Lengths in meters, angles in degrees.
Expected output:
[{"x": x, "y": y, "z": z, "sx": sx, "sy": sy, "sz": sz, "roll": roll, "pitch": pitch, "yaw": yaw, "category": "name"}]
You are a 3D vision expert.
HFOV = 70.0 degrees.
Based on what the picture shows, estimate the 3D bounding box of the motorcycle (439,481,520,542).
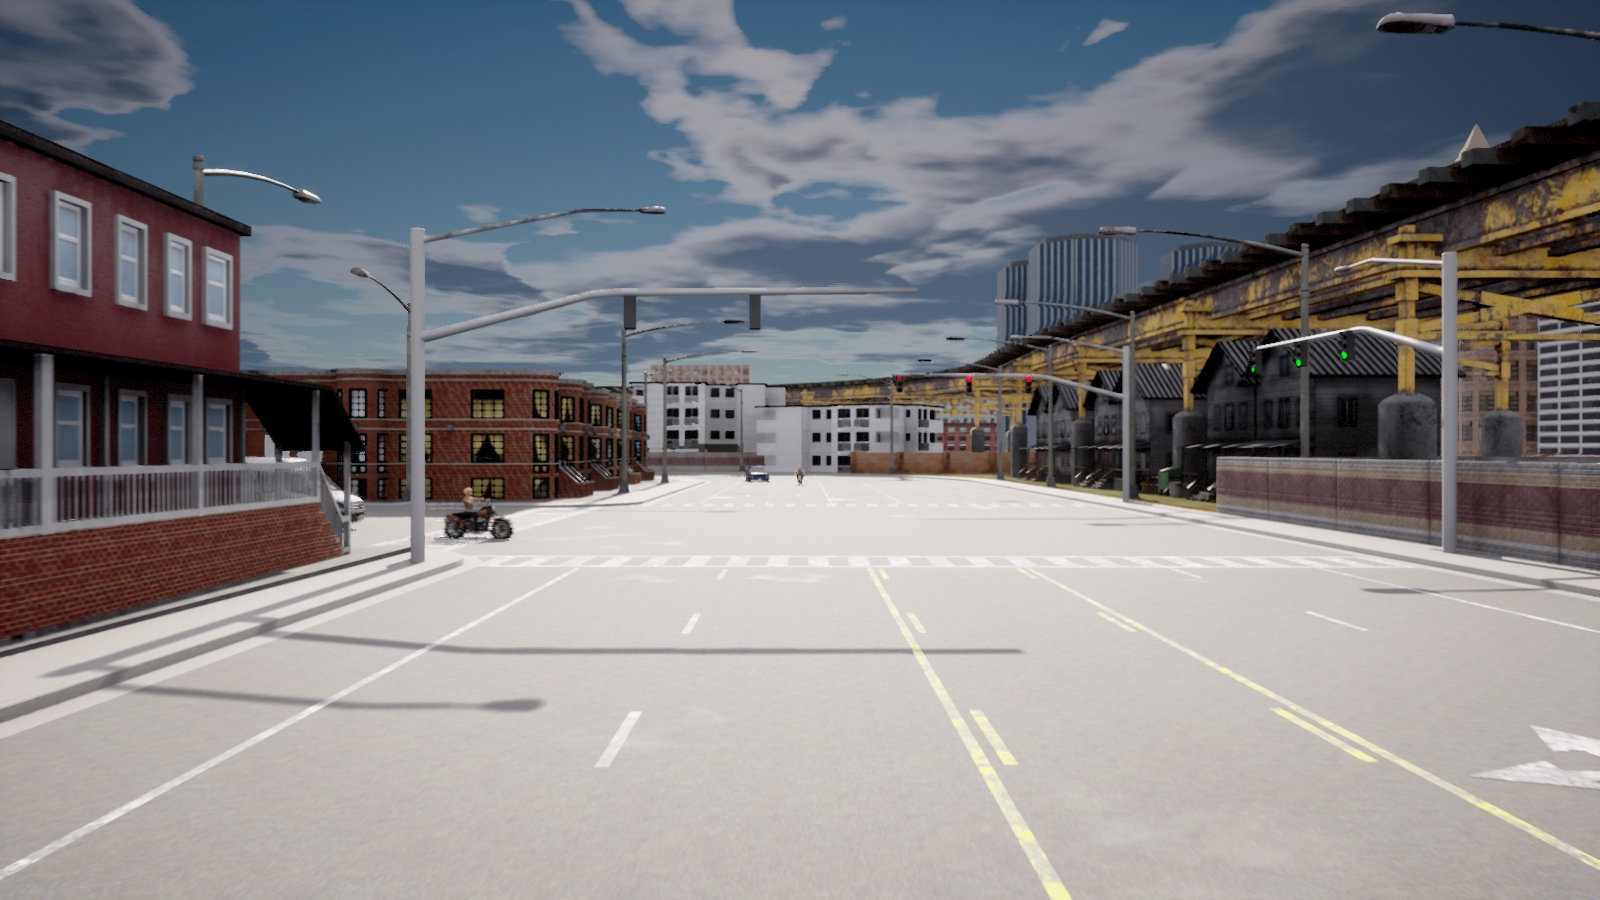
[{"x": -10.056, "y": 1.906, "z": 35.817, "sx": 2.356, "sy": 1.802, "sz": 0.764, "roll": 0, "pitch": 2, "yaw": 14, "category": "motorcycle"}]

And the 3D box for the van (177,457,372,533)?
[{"x": -18.300, "y": 1.534, "z": 39.969, "sx": 5.915, "sy": 2.561, "sz": 1.988, "roll": 0, "pitch": 0, "yaw": 0, "category": "van"}]
